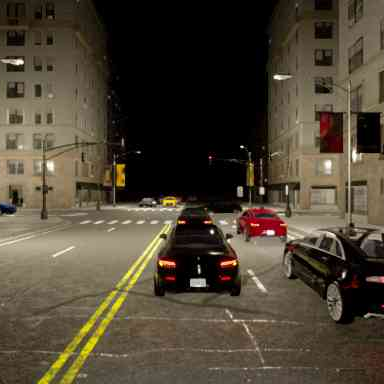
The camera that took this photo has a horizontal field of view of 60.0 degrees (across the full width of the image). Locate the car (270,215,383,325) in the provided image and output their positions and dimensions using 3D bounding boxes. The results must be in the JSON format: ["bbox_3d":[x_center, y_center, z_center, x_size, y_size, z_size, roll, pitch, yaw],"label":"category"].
[{"bbox_3d":[3.353,1.493,7.095,2.128,1.511,4.902,0,0,1],"label":"car"}]

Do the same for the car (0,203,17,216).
[{"bbox_3d":[-19.390,1.463,31.706,5.008,1.535,1.882,0,0,0],"label":"car"}]

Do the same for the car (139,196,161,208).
[{"bbox_3d":[-6.462,1.565,49.199,2.033,1.411,5.357,0,0,4],"label":"car"}]

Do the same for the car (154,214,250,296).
[{"bbox_3d":[0.115,1.527,8.495,1.812,1.442,4.674,0,0,0],"label":"car"}]

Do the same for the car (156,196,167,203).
[{"bbox_3d":[-6.349,1.547,69.090,1.812,1.442,4.674,0,0,0],"label":"car"}]

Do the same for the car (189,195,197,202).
[{"bbox_3d":[0.172,1.613,78.584,1.895,1.301,4.718,0,0,0],"label":"car"}]

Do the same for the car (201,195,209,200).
[{"bbox_3d":[3.444,1.442,88.550,1.994,1.385,4.181,0,0,0],"label":"car"}]

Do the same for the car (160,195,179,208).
[{"bbox_3d":[-3.246,1.495,49.486,1.882,1.535,5.008,0,0,-1],"label":"car"}]

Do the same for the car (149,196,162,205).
[{"bbox_3d":[-6.451,1.525,58.954,1.837,1.490,4.892,0,0,0],"label":"car"}]

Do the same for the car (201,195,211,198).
[{"bbox_3d":[3.421,1.557,78.130,2.033,1.411,5.357,0,0,0],"label":"car"}]

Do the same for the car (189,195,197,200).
[{"bbox_3d":[0.193,1.442,88.557,1.994,1.385,4.181,0,0,0],"label":"car"}]

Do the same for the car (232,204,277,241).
[{"bbox_3d":[3.284,1.529,16.190,1.812,1.442,4.674,0,0,0],"label":"car"}]

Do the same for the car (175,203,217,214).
[{"bbox_3d":[0.136,1.530,17.404,1.812,1.442,4.674,0,0,0],"label":"car"}]

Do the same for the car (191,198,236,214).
[{"bbox_3d":[2.663,1.535,32.317,4.674,1.442,1.812,0,0,-26],"label":"car"}]

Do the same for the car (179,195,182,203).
[{"bbox_3d":[-3.196,1.621,59.477,1.895,1.301,4.718,0,0,0],"label":"car"}]
